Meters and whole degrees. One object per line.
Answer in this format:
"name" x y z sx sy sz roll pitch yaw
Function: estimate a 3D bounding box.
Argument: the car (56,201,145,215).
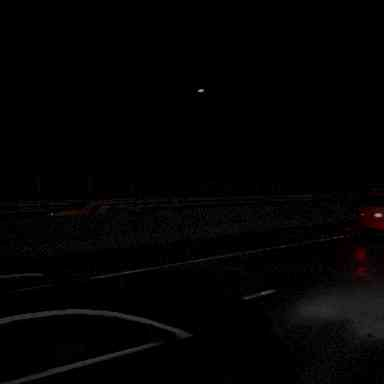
"car" -4.536 1.428 17.955 4.674 1.442 1.812 -1 1 -35

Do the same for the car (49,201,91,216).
"car" -6.038 1.371 21.176 5.008 1.535 1.882 -1 1 -35

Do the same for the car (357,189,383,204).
"car" 26.696 0.592 48.766 5.566 2.045 2.150 -1 0 -35

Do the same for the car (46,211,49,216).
"car" -8.028 1.418 24.054 4.674 1.442 1.812 -1 1 -35

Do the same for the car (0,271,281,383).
"car" -1.302 1.485 2.819 4.902 1.511 2.128 -1 1 -36

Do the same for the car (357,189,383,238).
"car" 9.688 0.990 14.958 5.566 2.045 2.150 -1 1 -36
